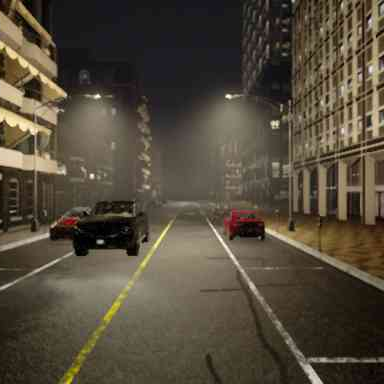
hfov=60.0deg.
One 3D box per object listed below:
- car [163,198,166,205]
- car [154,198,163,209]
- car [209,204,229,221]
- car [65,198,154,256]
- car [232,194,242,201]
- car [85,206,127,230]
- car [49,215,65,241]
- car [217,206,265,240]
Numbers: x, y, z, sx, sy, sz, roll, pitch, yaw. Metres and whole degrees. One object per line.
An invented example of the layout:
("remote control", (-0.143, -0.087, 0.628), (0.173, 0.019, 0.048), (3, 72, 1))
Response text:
("car", (-6.021, 1.900, 56.825), (2.008, 1.369, 4.403), (0, 0, 0))
("car", (-5.988, 1.865, 51.177), (2.008, 1.369, 4.403), (0, 0, 0))
("car", (2.527, 1.710, 28.634), (2.008, 1.369, 4.403), (0, 0, 0))
("car", (-3.080, 1.305, 13.837), (2.150, 2.045, 5.566), (0, 0, -1))
("car", (14.166, 1.543, 89.827), (5.009, 1.841, 2.192), (-1, 1, -1))
("car", (-5.819, 1.726, 22.935), (1.802, 1.307, 4.206), (0, 0, 0))
("car", (-5.786, 1.551, 17.287), (1.967, 1.590, 4.097), (0, 0, 0))
("car", (2.595, 1.638, 17.336), (1.887, 1.381, 4.507), (0, 0, 0))
